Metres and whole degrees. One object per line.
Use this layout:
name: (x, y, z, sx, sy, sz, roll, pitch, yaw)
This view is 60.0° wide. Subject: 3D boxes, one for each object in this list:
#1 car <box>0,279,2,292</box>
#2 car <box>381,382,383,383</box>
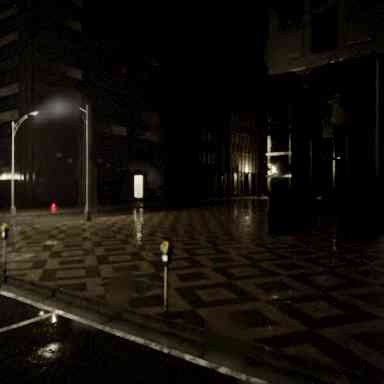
car: (-5.934, 1.523, 7.122, 4.829, 1.417, 1.752, 0, 0, 35)
car: (2.866, 1.545, 0.948, 4.507, 1.381, 1.887, 0, 0, 35)
